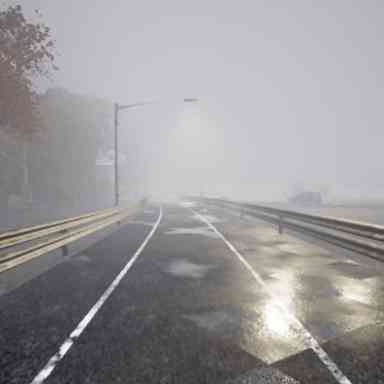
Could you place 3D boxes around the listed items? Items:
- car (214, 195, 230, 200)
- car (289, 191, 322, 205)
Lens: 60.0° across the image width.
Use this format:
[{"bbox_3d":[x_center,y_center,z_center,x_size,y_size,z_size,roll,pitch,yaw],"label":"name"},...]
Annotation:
[{"bbox_3d":[6.726,1.425,75.836,1.895,1.301,4.718,-1,0,-23],"label":"car"},{"bbox_3d":[17.381,0.951,51.010,2.150,2.045,5.566,-1,0,-23],"label":"car"}]
